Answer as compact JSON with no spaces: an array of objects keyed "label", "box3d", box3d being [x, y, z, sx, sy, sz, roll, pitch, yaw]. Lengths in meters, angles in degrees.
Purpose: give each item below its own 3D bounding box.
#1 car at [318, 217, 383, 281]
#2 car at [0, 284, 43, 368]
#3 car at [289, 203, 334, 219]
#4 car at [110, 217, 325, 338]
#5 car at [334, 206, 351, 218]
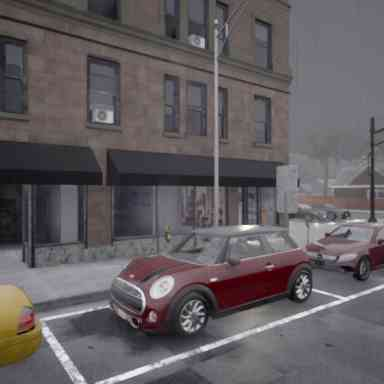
[{"label":"car","box3d":[4.971,1.575,9.756,4.206,1.307,1.802,0,0,-36]},{"label":"car","box3d":[-4.138,1.526,3.226,4.829,1.417,1.752,0,0,-36]},{"label":"car","box3d":[8.655,1.607,26.996,1.812,1.442,4.674,0,0,-36]},{"label":"car","box3d":[0.485,1.437,6.541,4.097,1.590,1.967,0,0,-36]},{"label":"car","box3d":[11.423,1.641,28.709,1.994,1.385,4.181,0,0,-36]}]
